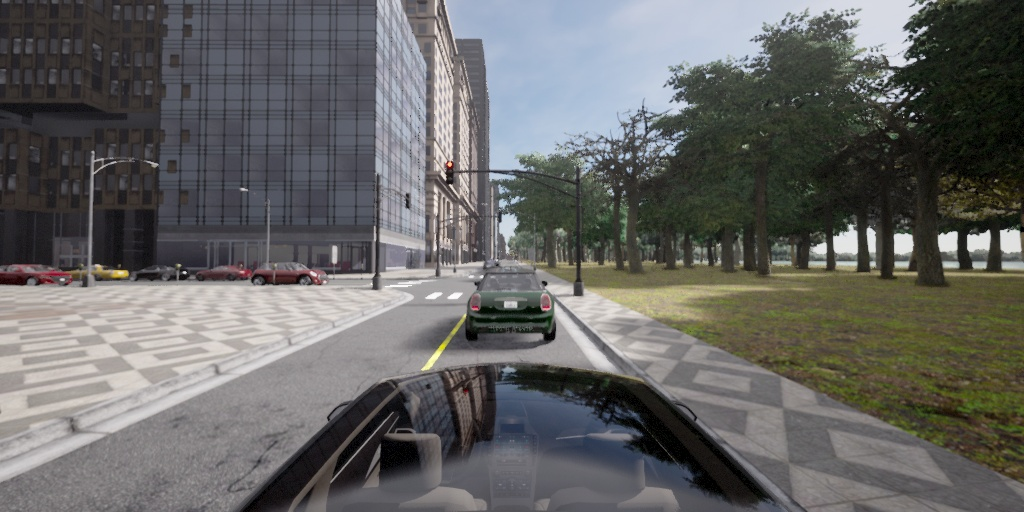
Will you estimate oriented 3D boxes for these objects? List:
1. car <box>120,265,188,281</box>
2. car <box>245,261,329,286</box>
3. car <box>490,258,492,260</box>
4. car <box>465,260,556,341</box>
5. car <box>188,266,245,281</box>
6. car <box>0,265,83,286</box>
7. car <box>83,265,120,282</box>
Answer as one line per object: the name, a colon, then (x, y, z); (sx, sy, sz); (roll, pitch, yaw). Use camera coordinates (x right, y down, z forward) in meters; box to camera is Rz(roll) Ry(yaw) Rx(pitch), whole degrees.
car: (-30.110, 1.466, 30.676); (4.313, 1.339, 1.948); (0, 0, 0)
car: (-13.633, 1.110, 22.252); (4.097, 1.591, 1.967); (0, 0, -1)
car: (-3.316, 1.341, 53.300); (2.128, 1.511, 4.902); (0, 0, 0)
car: (-0.024, 1.104, 10.067); (2.097, 1.767, 4.553); (0, 0, 0)
car: (-24.623, 1.479, 30.709); (4.207, 1.307, 1.802); (0, 0, 0)
car: (-30.064, 1.225, 22.154); (4.507, 1.381, 1.888); (0, 0, 0)
car: (-35.767, 1.429, 30.643); (4.829, 1.417, 1.751); (0, 0, 0)
